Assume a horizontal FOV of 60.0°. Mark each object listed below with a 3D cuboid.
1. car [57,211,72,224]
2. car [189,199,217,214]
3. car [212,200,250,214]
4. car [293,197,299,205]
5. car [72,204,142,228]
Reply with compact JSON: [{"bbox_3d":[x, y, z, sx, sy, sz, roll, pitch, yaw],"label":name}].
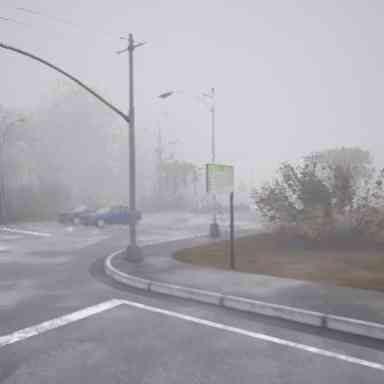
[{"bbox_3d":[-8.588,1.820,27.447,1.882,1.535,5.008,-1,-1,39],"label":"car"},{"bbox_3d":[1.593,1.640,40.136,2.097,1.767,4.553,-1,0,39],"label":"car"},{"bbox_3d":[4.734,1.831,38.452,1.895,1.301,4.718,-1,0,39],"label":"car"},{"bbox_3d":[15.543,1.449,51.911,1.994,1.385,4.181,-1,1,37],"label":"car"},{"bbox_3d":[-6.047,1.767,25.017,1.882,1.535,5.008,-1,-1,39],"label":"car"}]
